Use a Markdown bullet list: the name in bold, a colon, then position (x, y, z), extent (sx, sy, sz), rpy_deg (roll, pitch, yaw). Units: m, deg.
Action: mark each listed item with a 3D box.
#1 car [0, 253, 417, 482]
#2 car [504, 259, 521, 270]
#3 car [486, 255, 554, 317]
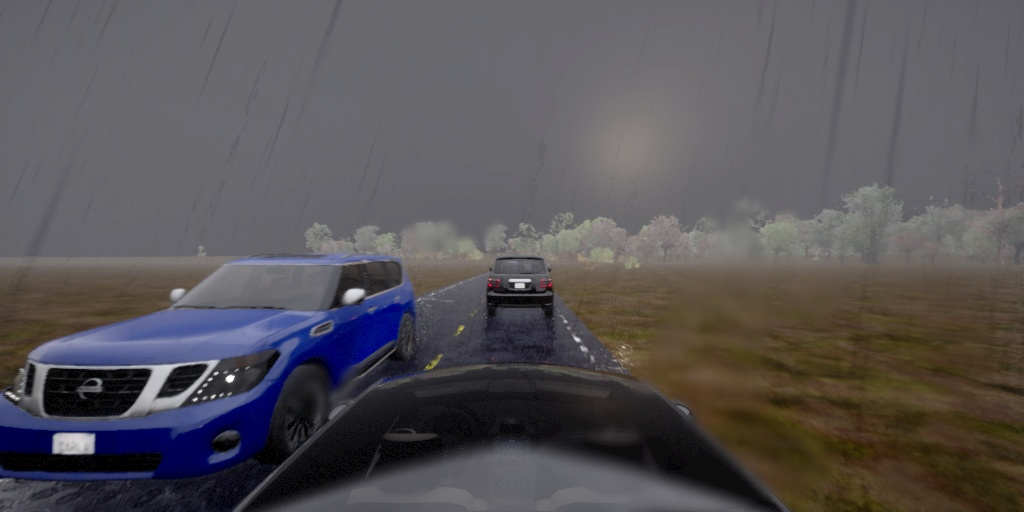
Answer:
- **car**: position (-3.052, 0.968, 5.285), extent (2.150, 2.045, 5.566), rpy_deg (0, 0, 1)
- **car**: position (0.066, 1.222, 52.148), extent (1.882, 1.535, 5.008), rpy_deg (0, 0, 7)
- **car**: position (0.305, 0.971, 13.272), extent (2.150, 2.045, 5.566), rpy_deg (0, 0, 2)
